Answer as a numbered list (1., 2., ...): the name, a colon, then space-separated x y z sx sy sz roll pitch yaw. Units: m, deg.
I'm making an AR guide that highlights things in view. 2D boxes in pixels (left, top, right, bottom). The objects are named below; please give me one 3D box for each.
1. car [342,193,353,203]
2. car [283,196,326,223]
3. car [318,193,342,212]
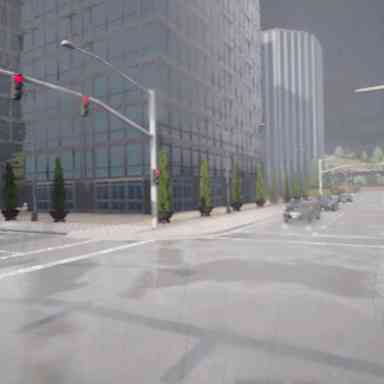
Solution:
1. car: 23.761 0.893 51.605 1.812 1.442 4.674 -1 0 30
2. car: 7.756 1.288 23.354 2.128 1.511 4.902 -1 0 29
3. car: 13.349 0.999 33.284 2.097 1.767 4.553 -1 0 30
